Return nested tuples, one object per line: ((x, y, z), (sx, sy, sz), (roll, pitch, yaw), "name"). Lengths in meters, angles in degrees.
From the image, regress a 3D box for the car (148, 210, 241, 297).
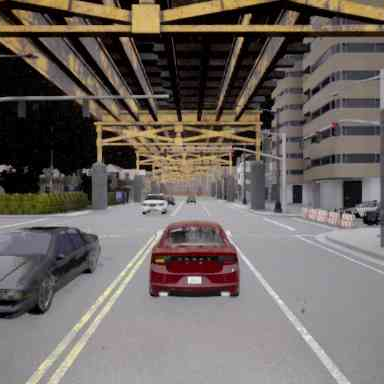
((0.055, 1.468, 8.598), (1.882, 1.535, 5.008), (0, 0, 0), "car")

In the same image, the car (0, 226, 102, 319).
((-3.617, 1.546, 7.833), (2.033, 1.411, 5.357), (0, 0, 0), "car")

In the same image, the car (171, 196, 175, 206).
((-3.686, 1.417, 52.478), (1.882, 1.535, 5.008), (0, 0, 0), "car")

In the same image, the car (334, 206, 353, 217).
((13.583, 1.233, 25.430), (4.536, 1.218, 1.853), (0, 0, 25), "car")

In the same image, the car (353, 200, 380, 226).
((13.218, 1.397, 21.292), (4.974, 1.542, 2.038), (0, 0, -20), "car")

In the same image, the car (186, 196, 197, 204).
((-0.129, 1.465, 63.273), (2.033, 1.411, 5.357), (0, 0, 0), "car")

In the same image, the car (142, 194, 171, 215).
((-3.670, 1.187, 33.575), (2.150, 2.045, 5.566), (0, 0, 0), "car")
